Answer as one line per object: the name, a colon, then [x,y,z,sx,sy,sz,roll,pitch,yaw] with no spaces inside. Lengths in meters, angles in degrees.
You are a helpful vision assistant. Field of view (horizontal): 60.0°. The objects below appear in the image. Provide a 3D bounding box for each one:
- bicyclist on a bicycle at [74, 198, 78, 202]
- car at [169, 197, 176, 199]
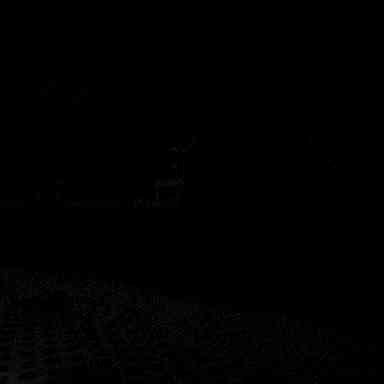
bicyclist on a bicycle: [-8.223,1.287,23.857,1.656,1.620,0.582,-3,-2,23]
car: [-1.524,1.736,47.495,2.150,2.045,5.566,-2,-2,23]
